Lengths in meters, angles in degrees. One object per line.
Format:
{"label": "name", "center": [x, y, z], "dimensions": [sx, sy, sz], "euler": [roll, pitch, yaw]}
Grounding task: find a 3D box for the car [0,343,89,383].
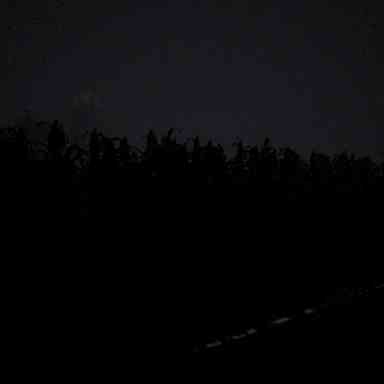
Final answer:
{"label": "car", "center": [-2.436, 1.573, 1.335], "dimensions": [4.181, 1.385, 1.994], "euler": [0, 0, -35]}
